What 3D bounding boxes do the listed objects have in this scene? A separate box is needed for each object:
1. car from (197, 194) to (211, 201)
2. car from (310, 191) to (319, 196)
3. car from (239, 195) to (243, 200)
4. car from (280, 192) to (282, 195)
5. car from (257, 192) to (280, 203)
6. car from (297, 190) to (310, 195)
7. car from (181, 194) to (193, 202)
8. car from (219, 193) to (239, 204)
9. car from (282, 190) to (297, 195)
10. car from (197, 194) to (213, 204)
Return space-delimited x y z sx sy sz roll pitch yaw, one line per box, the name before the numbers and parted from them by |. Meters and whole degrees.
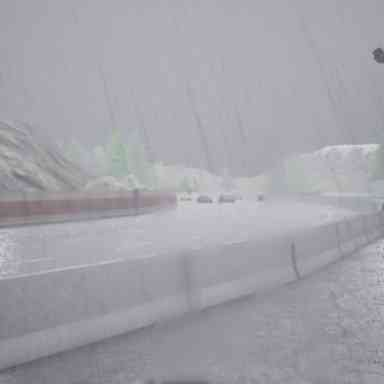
car | 2.536 1.212 70.864 1.994 1.385 4.181 -1 0 -13
car | 28.965 0.480 80.950 2.128 1.511 4.902 -1 0 -13
car | 9.423 1.056 72.135 2.128 1.511 4.902 -1 0 -13
car | 18.713 0.742 78.692 1.895 1.301 4.718 -1 0 -13
car | 12.653 1.062 56.702 1.837 1.490 4.892 -1 1 -10
car | 25.553 0.374 80.157 2.097 1.767 4.553 -1 0 -13
car | -1.113 1.200 71.141 1.882 1.535 5.008 -1 0 -13
car | 5.770 1.190 55.429 1.837 1.490 4.892 -1 1 -10
car | 22.134 0.608 79.425 2.128 1.511 4.902 -1 0 -13
car | 2.151 1.295 55.896 2.033 1.411 5.357 -1 0 -10
